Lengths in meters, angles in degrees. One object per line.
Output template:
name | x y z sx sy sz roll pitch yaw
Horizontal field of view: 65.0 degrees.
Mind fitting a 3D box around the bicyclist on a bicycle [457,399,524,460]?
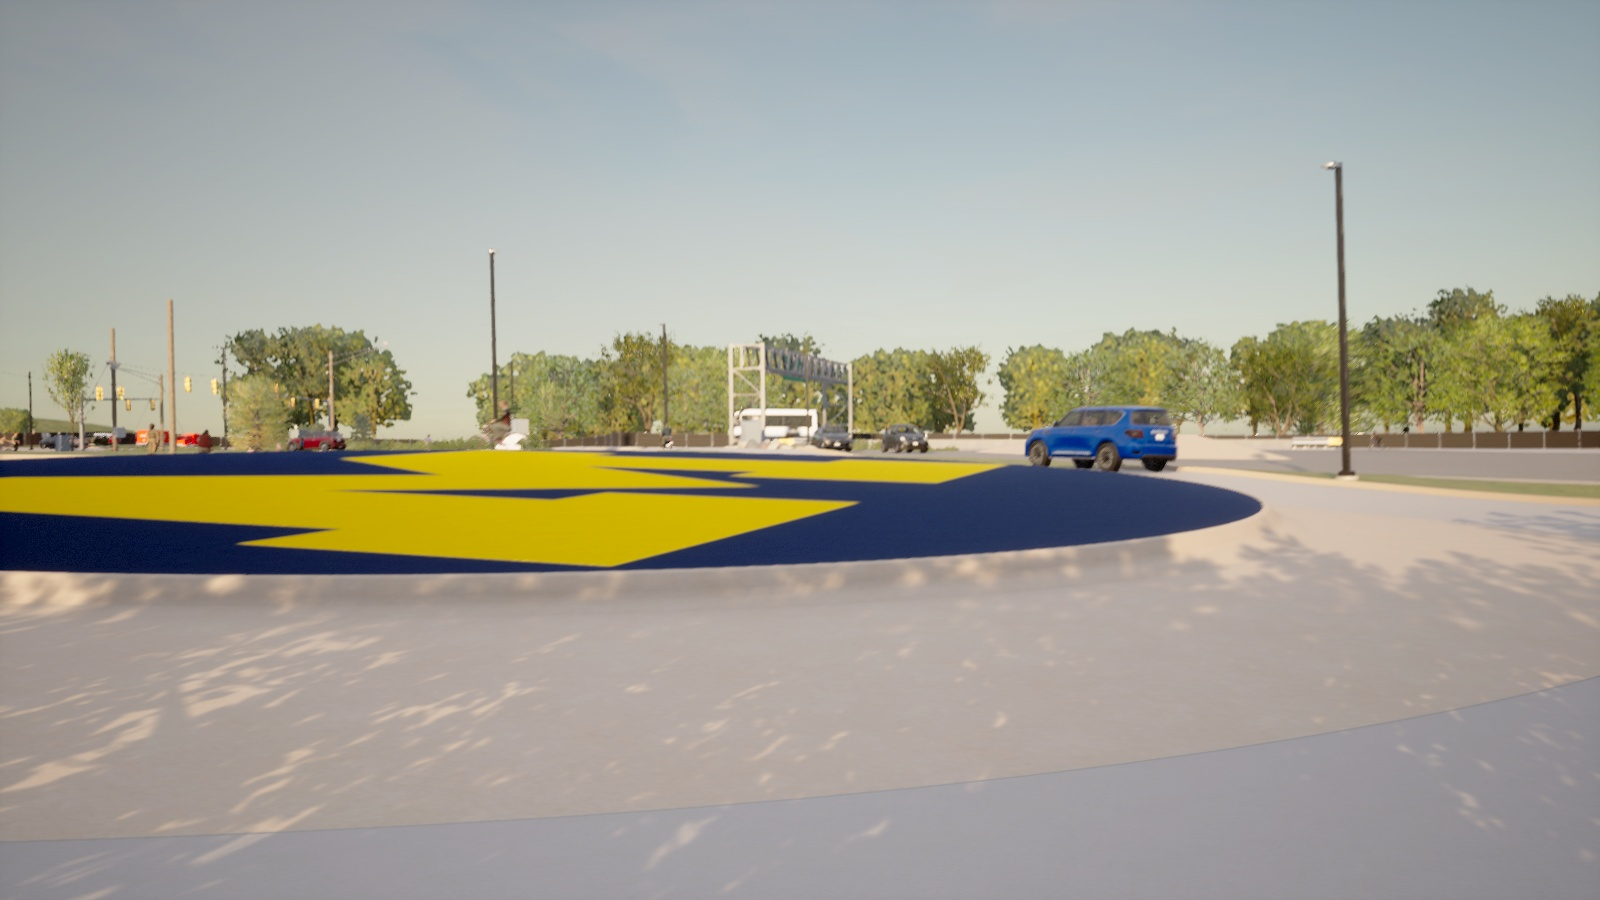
bicyclist on a bicycle | -9.286 -0.598 37.705 1.843 1.776 0.659 1 0 -7

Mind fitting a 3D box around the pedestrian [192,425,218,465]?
pedestrian | -27.402 -0.228 57.823 0.634 1.844 0.899 -1 0 10

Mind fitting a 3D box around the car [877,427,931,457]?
car | 5.753 -0.451 69.932 1.851 1.617 3.988 1 1 -12

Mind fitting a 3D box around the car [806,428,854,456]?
car | 1.691 -0.483 72.075 2.007 1.525 4.514 1 0 -8

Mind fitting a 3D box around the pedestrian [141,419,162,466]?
pedestrian | -27.188 -0.301 52.648 0.396 1.930 0.692 -1 0 12

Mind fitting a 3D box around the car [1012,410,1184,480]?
car | 9.441 -0.190 40.386 2.150 2.045 5.566 2 0 -28
